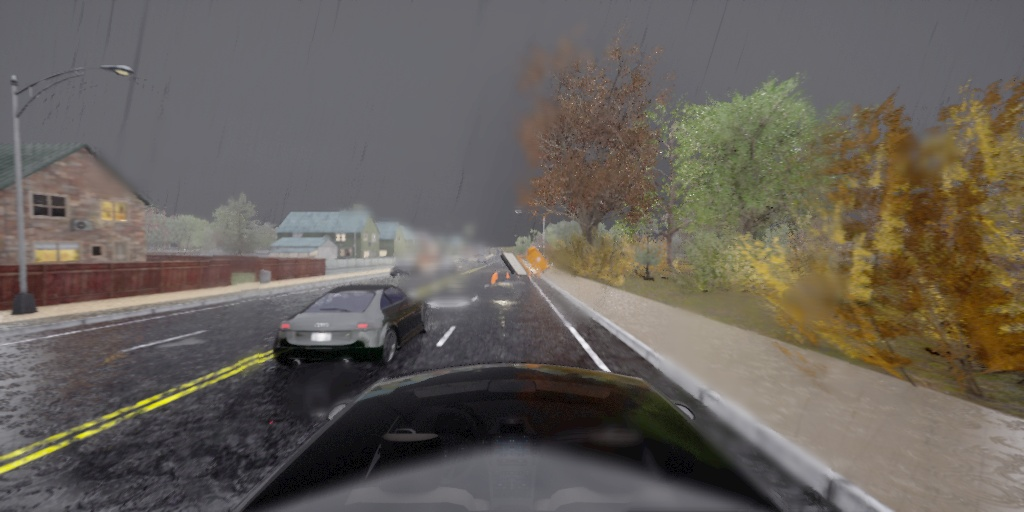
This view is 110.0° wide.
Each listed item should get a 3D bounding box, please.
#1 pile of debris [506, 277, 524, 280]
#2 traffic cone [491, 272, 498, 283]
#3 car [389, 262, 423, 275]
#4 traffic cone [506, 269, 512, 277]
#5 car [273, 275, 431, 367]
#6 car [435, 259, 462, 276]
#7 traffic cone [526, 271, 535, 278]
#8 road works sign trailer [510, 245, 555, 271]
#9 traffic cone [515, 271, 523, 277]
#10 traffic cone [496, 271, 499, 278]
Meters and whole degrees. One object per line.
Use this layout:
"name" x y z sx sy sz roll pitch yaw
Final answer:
"pile of debris" -0.017 1.852 25.980 1.860 0.140 1.500 0 0 0
"traffic cone" -1.380 1.659 25.965 0.340 0.580 0.340 0 0 0
"car" -9.838 1.234 33.849 2.033 1.411 5.357 0 0 0
"traffic cone" -0.381 1.646 31.965 0.340 0.580 0.340 0 0 0
"car" -3.150 1.303 7.931 1.994 1.385 4.181 0 0 0
"car" -6.582 1.205 36.720 1.812 1.442 4.674 0 0 0
"traffic cone" 1.619 1.647 31.965 0.340 0.580 0.340 0 0 0
"road works sign trailer" 1.903 -0.879 28.456 2.880 3.560 2.380 0 0 -45
"traffic cone" 0.619 1.646 31.966 0.340 0.580 0.340 0 0 0
"traffic cone" -1.380 1.655 27.966 0.340 0.580 0.340 0 0 0
